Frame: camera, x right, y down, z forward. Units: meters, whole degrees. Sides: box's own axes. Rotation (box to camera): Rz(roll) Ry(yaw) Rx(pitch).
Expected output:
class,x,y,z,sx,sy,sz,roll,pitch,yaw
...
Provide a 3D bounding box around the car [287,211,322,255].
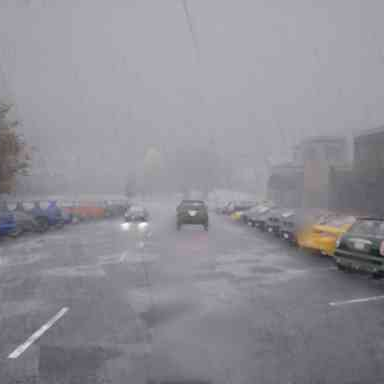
class,x,y,z,sx,sy,sz,roll,pitch,yaw
car,6.393,1.634,12.391,5.008,1.535,2.097,1,-1,-20

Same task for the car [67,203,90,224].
class,x,y,z,sx,sy,sz,roll,pitch,yaw
car,-11.329,1.930,27.856,4.892,1.521,2.231,0,-1,-19

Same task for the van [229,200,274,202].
class,x,y,z,sx,sy,sz,roll,pitch,yaw
van,6.389,1.749,32.985,4.442,1.987,1.878,1,-1,-20

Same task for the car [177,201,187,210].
class,x,y,z,sx,sy,sz,roll,pitch,yaw
car,-1.757,2.473,61.632,1.812,1.442,4.674,0,0,-1

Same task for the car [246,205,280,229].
class,x,y,z,sx,sy,sz,roll,pitch,yaw
car,6.369,1.779,21.195,5.008,1.535,2.097,1,-1,-20

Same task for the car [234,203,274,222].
class,x,y,z,sx,sy,sz,roll,pitch,yaw
car,6.331,1.876,27.067,5.008,1.535,2.097,1,-1,-20

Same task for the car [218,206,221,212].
class,x,y,z,sx,sy,sz,roll,pitch,yaw
car,6.214,2.149,41.793,4.792,1.488,2.163,1,-1,-21

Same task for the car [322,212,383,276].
class,x,y,z,sx,sy,sz,roll,pitch,yaw
car,6.378,1.463,9.452,4.553,1.767,2.185,1,-1,-20

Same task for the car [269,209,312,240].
class,x,y,z,sx,sy,sz,roll,pitch,yaw
car,6.380,1.684,15.328,4.892,1.521,2.231,1,-1,-20

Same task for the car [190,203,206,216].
class,x,y,z,sx,sy,sz,roll,pitch,yaw
car,0.808,2.164,42.221,1.837,1.490,4.892,0,-1,3

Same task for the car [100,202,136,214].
class,x,y,z,sx,sy,sz,roll,pitch,yaw
car,-10.869,2.282,48.860,5.008,1.535,2.097,0,-1,-19

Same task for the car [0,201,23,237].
class,x,y,z,sx,sy,sz,roll,pitch,yaw
car,-11.449,1.475,15.808,5.566,2.045,2.435,0,-1,-20

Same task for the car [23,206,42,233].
class,x,y,z,sx,sy,sz,roll,pitch,yaw
car,-11.413,1.777,18.818,4.892,1.521,2.231,0,-1,-20

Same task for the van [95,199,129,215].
class,x,y,z,sx,sy,sz,roll,pitch,yaw
van,-11.055,2.007,45.827,4.442,1.987,1.878,-1,-1,-19

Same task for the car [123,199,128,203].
class,x,y,z,sx,sy,sz,roll,pitch,yaw
car,-10.988,1.930,42.884,5.566,2.045,2.435,-1,-1,-19

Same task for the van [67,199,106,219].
class,x,y,z,sx,sy,sz,roll,pitch,yaw
van,-11.322,1.805,33.826,4.442,1.987,1.878,0,-1,-19

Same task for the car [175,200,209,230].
class,x,y,z,sx,sy,sz,roll,pitch,yaw
car,0.023,1.582,24.213,2.150,2.045,5.566,0,-1,0

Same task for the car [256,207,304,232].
class,x,y,z,sx,sy,sz,roll,pitch,yaw
car,6.371,1.732,18.261,4.892,1.521,2.231,1,-1,-20

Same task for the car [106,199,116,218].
class,x,y,z,sx,sy,sz,roll,pitch,yaw
car,-11.117,1.955,36.876,4.553,1.767,2.185,0,-1,-19

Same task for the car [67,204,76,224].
class,x,y,z,sx,sy,sz,roll,pitch,yaw
car,-11.387,1.908,24.836,4.792,1.488,2.163,0,-1,-19

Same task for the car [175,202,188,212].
class,x,y,z,sx,sy,sz,roll,pitch,yaw
car,-1.611,2.332,52.161,1.837,1.490,4.892,0,-1,-1

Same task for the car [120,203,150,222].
class,x,y,z,sx,sy,sz,roll,pitch,yaw
car,-5.104,2.010,31.398,1.812,1.442,4.674,0,-1,0

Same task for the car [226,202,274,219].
class,x,y,z,sx,sy,sz,roll,pitch,yaw
car,6.126,1.918,29.937,5.366,1.575,1.946,1,-1,-20

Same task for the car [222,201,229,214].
class,x,y,z,sx,sy,sz,roll,pitch,yaw
car,6.256,2.021,35.881,5.008,1.535,2.097,1,-1,-20

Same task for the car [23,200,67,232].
class,x,y,z,sx,sy,sz,roll,pitch,yaw
car,-11.425,1.576,21.826,5.566,2.045,2.435,0,-1,-19

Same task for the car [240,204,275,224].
class,x,y,z,sx,sy,sz,roll,pitch,yaw
car,6.315,1.857,24.121,4.792,1.488,2.163,1,-1,-20

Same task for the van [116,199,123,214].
class,x,y,z,sx,sy,sz,roll,pitch,yaw
van,-10.972,1.904,39.913,4.442,1.987,1.878,0,-1,-19

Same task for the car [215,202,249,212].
class,x,y,z,sx,sy,sz,roll,pitch,yaw
car,6.085,2.305,50.629,4.674,1.452,2.002,1,-1,-21
